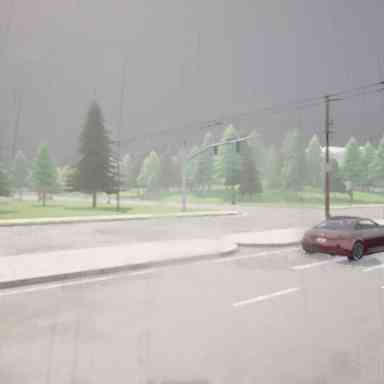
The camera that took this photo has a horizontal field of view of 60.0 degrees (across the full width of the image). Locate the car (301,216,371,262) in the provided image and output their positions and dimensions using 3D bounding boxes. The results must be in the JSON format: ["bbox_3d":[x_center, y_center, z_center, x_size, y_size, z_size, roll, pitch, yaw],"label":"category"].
[{"bbox_3d":[5.994,1.601,12.420,4.181,1.385,1.994,0,0,-36],"label":"car"}]

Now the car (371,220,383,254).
[{"bbox_3d":[7.497,1.255,9.177,5.566,2.045,2.150,0,0,-36],"label":"car"}]
